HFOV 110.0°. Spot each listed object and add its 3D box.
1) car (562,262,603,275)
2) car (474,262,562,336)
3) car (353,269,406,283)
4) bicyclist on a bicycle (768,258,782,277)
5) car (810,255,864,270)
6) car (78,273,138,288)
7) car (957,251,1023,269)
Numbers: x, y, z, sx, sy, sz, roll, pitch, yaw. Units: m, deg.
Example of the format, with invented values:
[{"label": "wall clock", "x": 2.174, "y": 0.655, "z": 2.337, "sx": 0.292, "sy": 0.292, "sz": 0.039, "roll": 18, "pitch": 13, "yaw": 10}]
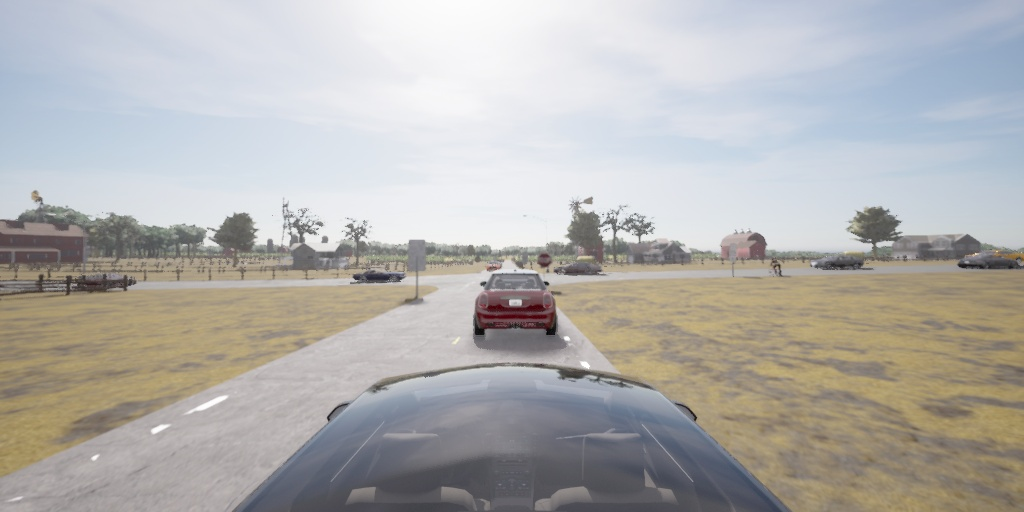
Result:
[{"label": "car", "x": 7.301, "y": 1.360, "z": 39.501, "sx": 5.357, "sy": 1.411, "sz": 2.033, "roll": -1, "pitch": 1, "yaw": 17}, {"label": "car", "x": 0.084, "y": 1.176, "z": 10.840, "sx": 2.097, "sy": 1.767, "sz": 4.553, "roll": 0, "pitch": -1, "yaw": 0}, {"label": "car", "x": -12.809, "y": 1.893, "z": 34.928, "sx": 4.718, "sy": 1.301, "sz": 1.895, "roll": -1, "pitch": 1, "yaw": 0}, {"label": "bicyclist on a bicycle", "x": 22.814, "y": 0.996, "z": 31.129, "sx": 0.582, "sy": 1.620, "sz": 1.656, "roll": -1, "pitch": -1, "yaw": 0}, {"label": "car", "x": 35.065, "y": 0.678, "z": 38.752, "sx": 4.902, "sy": 1.511, "sz": 2.128, "roll": -1, "pitch": 1, "yaw": 0}, {"label": "car", "x": -39.234, "y": 2.337, "z": 34.862, "sx": 4.181, "sy": 1.385, "sz": 1.994, "roll": -1, "pitch": 1, "yaw": 0}, {"label": "car", "x": 46.608, "y": 0.539, "z": 35.139, "sx": 4.181, "sy": 1.385, "sz": 1.994, "roll": -1, "pitch": 1, "yaw": 0}]
